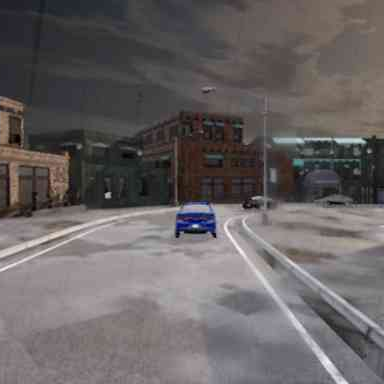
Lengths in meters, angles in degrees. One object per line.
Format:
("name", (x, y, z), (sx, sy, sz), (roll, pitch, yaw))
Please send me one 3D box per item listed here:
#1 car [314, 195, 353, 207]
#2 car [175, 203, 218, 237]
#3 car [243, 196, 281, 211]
("car", (18.290, 1.149, 42.948), (4.902, 1.511, 2.128), (1, 1, -7))
("car", (0.266, 1.269, 16.694), (1.882, 1.535, 5.008), (0, 1, 3))
("car", (7.139, 1.096, 33.694), (1.882, 1.535, 5.008), (1, 1, 44))
